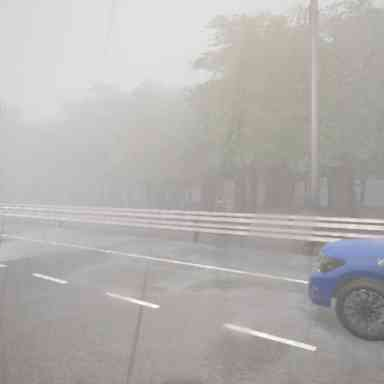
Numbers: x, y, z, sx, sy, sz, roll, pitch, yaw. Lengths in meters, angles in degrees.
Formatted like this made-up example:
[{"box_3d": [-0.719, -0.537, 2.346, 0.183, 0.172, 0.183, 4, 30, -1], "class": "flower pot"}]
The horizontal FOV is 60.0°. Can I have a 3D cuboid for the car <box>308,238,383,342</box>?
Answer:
[{"box_3d": [4.666, 1.223, 4.838, 5.566, 2.045, 2.150, 0, 0, 36], "class": "car"}]
